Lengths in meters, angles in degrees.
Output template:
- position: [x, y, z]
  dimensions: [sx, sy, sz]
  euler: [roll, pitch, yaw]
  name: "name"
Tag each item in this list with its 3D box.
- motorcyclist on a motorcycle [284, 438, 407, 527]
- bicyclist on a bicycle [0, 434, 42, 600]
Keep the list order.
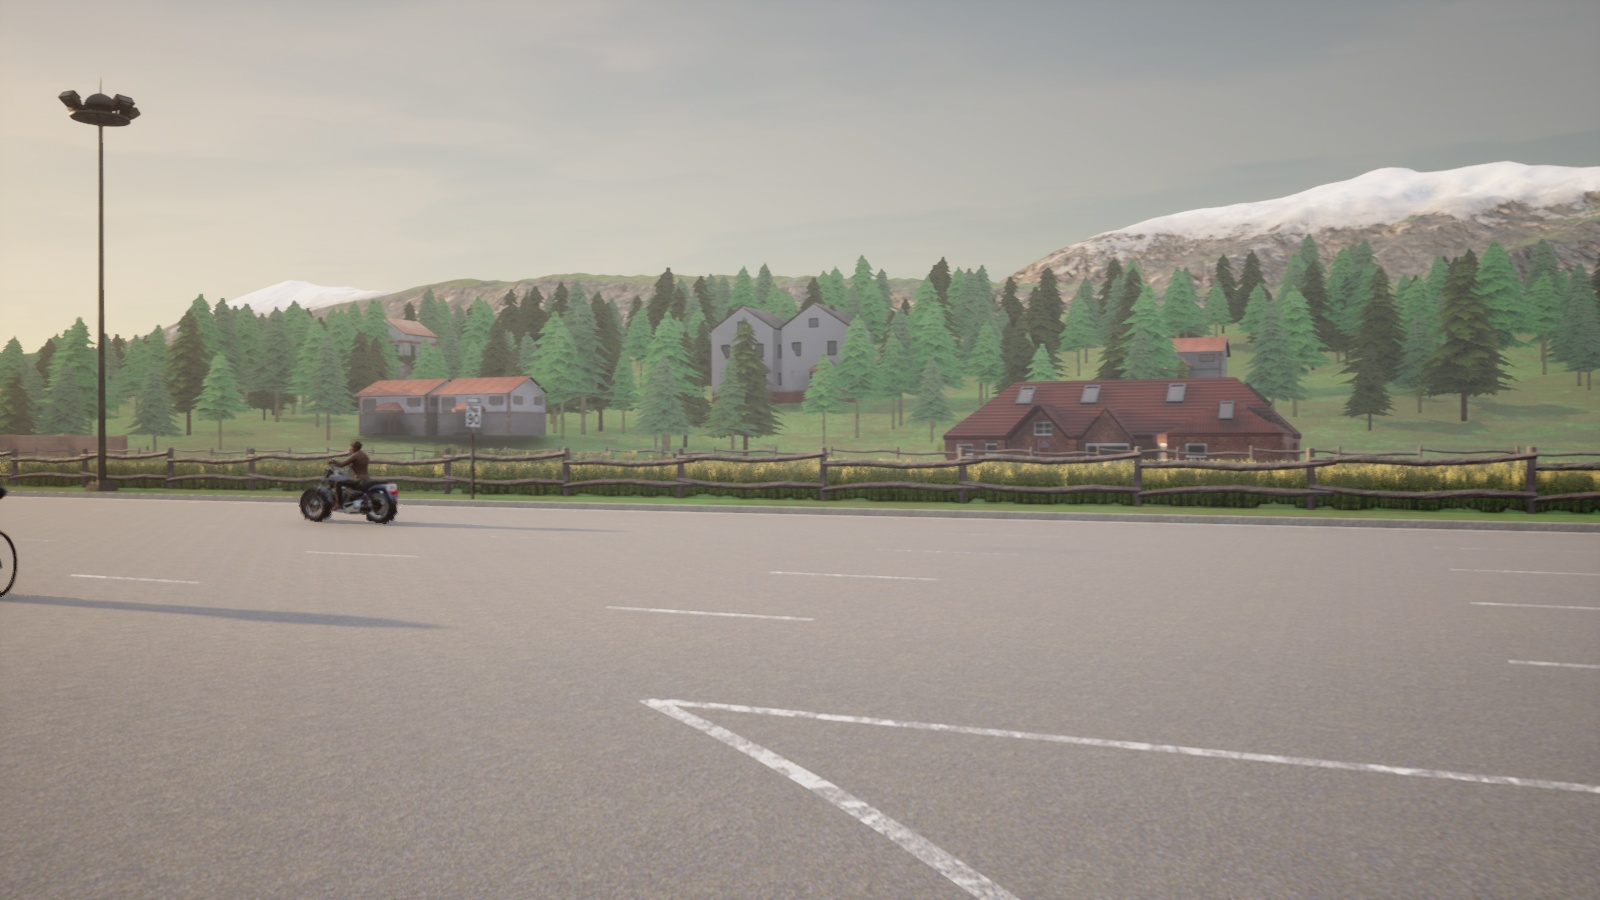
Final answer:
- position: [-8.796, 0.610, 24.288]
  dimensions: [2.350, 1.649, 0.766]
  euler: [0, 0, 24]
  name: "motorcyclist on a motorcycle"
- position: [-8.476, 0.653, 12.650]
  dimensions: [1.656, 1.620, 0.582]
  euler: [0, 0, 24]
  name: "bicyclist on a bicycle"
